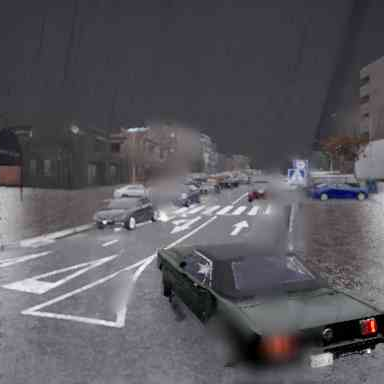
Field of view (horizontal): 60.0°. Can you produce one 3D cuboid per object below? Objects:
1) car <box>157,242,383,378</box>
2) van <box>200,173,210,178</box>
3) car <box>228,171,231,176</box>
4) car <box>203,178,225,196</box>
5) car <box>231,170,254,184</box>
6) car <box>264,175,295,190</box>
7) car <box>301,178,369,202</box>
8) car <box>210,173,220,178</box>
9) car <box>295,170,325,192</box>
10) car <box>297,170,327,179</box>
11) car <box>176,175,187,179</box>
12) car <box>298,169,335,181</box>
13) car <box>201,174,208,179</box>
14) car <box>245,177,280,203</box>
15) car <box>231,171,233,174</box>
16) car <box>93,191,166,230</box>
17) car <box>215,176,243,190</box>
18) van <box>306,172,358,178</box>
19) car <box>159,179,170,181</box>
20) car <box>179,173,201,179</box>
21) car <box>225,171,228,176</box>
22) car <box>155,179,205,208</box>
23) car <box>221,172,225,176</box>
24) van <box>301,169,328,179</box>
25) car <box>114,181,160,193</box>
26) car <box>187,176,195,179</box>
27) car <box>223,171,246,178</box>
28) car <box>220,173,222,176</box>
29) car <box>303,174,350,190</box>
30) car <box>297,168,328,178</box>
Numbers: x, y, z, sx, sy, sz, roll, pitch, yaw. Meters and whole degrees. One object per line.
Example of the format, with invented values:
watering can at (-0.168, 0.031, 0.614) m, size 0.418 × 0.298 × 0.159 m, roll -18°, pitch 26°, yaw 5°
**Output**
car at (0.746, 1.558, 5.862) m, size 1.895 × 1.301 × 4.718 m, roll -1°, pitch 2°, yaw -19°
van at (-0.067, -1.665, 47.556) m, size 4.442 × 1.987 × 1.878 m, roll -2°, pitch 5°, yaw -4°
car at (4.172, -2.645, 61.622) m, size 4.892 × 1.521 × 2.231 m, roll -2°, pitch 5°, yaw -3°
car at (1.735, -0.344, 34.377) m, size 1.994 × 1.385 × 4.181 m, roll 0°, pitch 5°, yaw 18°
car at (7.887, -2.051, 51.514) m, size 2.097 × 1.767 × 4.553 m, roll 0°, pitch 5°, yaw 16°
car at (10.495, -0.812, 37.338) m, size 4.674 × 1.442 × 1.812 m, roll 1°, pitch 5°, yaw 23°
car at (11.920, -0.085, 27.457) m, size 5.008 × 1.535 × 2.097 m, roll -1°, pitch 5°, yaw -2°
car at (1.061, -1.695, 50.403) m, size 5.366 × 1.575 × 1.946 m, roll -2°, pitch 4°, yaw -4°
car at (13.741, -0.827, 33.113) m, size 5.566 × 2.045 × 2.435 m, roll -1°, pitch 5°, yaw -2°
car at (24.283, -3.534, 67.420) m, size 5.366 × 1.575 × 1.946 m, roll -1°, pitch 5°, yaw -3°
car at (-3.176, -0.605, 36.277) m, size 4.553 × 1.767 × 2.185 m, roll -2°, pitch 5°, yaw -4°
car at (21.939, -3.053, 58.830) m, size 5.566 × 2.045 × 2.435 m, roll -1°, pitch 4°, yaw -3°
car at (-0.765, -1.204, 44.766) m, size 5.008 × 1.535 × 2.097 m, roll -2°, pitch 4°, yaw -4°
car at (6.067, -0.173, 28.327) m, size 2.097 × 1.767 × 4.553 m, roll 0°, pitch 5°, yaw 17°
car at (5.003, -2.885, 64.424) m, size 4.892 × 1.521 × 2.231 m, roll -2°, pitch 5°, yaw -3°
car at (-3.287, 0.990, 17.444) m, size 1.837 × 1.490 × 4.892 m, roll 0°, pitch 4°, yaw 16°
car at (4.711, -1.028, 42.641) m, size 1.895 × 1.301 × 4.718 m, roll 1°, pitch 5°, yaw 22°
van at (12.963, -0.558, 30.285) m, size 4.442 × 1.987 × 1.878 m, roll -1°, pitch 5°, yaw -2°
car at (-3.985, -0.209, 33.469) m, size 4.792 × 1.488 × 2.163 m, roll -2°, pitch 4°, yaw -4°
car at (-1.548, -1.088, 41.928) m, size 4.553 × 1.767 × 2.185 m, roll -2°, pitch 5°, yaw -4°
car at (3.334, -2.406, 58.820) m, size 5.008 × 1.535 × 2.097 m, roll -2°, pitch 4°, yaw -3°
car at (-0.809, 0.164, 25.994) m, size 2.097 × 1.767 × 4.553 m, roll 0°, pitch 5°, yaw 16°
car at (2.548, -2.137, 56.012) m, size 4.792 × 1.488 × 2.163 m, roll -2°, pitch 4°, yaw -3°
van at (23.731, -3.520, 64.561) m, size 4.442 × 1.987 × 1.878 m, roll -1°, pitch 4°, yaw -3°
car at (-4.825, 0.044, 30.640) m, size 4.674 × 1.452 × 2.002 m, roll -2°, pitch 4°, yaw -4°
car at (-2.418, -0.690, 39.112) m, size 4.792 × 1.488 × 2.163 m, roll -2°, pitch 5°, yaw -4°
car at (10.675, -4.474, 84.041) m, size 5.366 × 1.575 × 1.946 m, roll -2°, pitch 4°, yaw -3°
car at (1.688, -1.925, 53.203) m, size 5.008 × 1.535 × 2.097 m, roll -2°, pitch 4°, yaw -4°
car at (15.588, -1.196, 38.819) m, size 4.553 × 1.767 × 2.185 m, roll -1°, pitch 5°, yaw -2°
car at (25.348, -4.021, 70.275) m, size 5.566 × 2.045 × 2.435 m, roll -1°, pitch 4°, yaw -3°
